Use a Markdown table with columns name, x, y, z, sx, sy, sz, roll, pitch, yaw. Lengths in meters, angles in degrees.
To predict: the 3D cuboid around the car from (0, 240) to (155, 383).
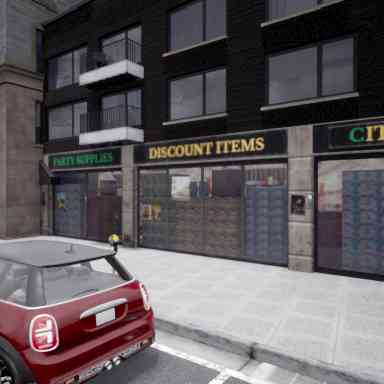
| name | x | y | z | sx | sy | sz | roll | pitch | yaw |
| --- | --- | --- | --- | --- | --- | --- | --- | --- | --- |
| car | -2.559 | 1.440 | 4.905 | 4.097 | 1.590 | 1.967 | 0 | 0 | 36 |
